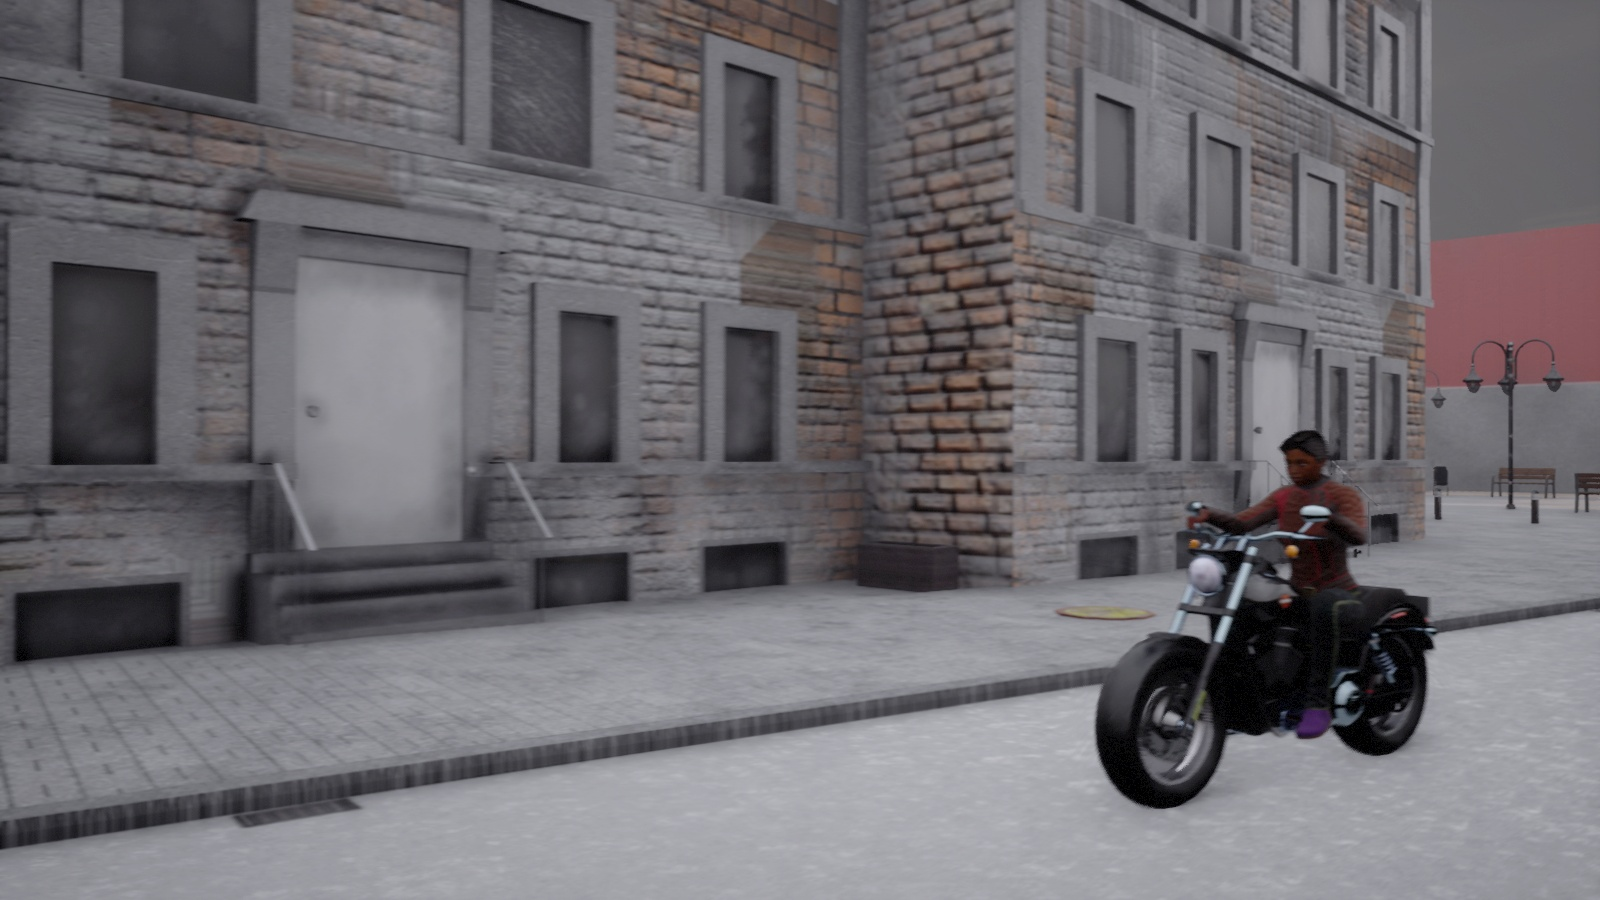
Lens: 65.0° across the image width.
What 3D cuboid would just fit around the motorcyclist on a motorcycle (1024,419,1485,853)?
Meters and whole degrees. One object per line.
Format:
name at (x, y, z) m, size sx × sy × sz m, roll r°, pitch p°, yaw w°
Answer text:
motorcyclist on a motorcycle at (2.151, 0.705, 5.766) m, size 2.350 × 1.649 × 0.766 m, roll 0°, pitch 0°, yaw -35°
